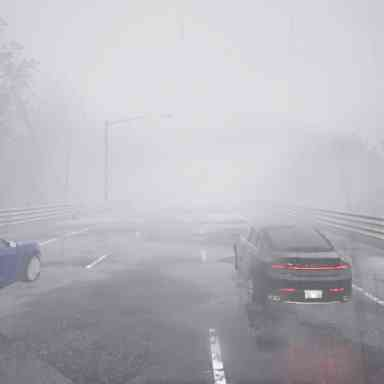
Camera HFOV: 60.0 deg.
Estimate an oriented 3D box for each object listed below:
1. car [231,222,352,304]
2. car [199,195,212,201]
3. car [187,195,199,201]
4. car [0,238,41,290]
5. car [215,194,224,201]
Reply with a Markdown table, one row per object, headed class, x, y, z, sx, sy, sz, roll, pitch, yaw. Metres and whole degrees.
| class | x | y | z | sx | sy | sz | roll | pitch | yaw |
| --- | --- | --- | --- | --- | --- | --- | --- | --- | --- |
| car | 2.130 | 1.508 | 8.149 | 1.837 | 1.490 | 4.892 | 0 | 0 | 1 |
| car | 3.467 | 1.676 | 85.835 | 1.895 | 1.301 | 4.718 | 0 | 0 | 7 |
| car | -0.063 | 1.621 | 85.755 | 2.033 | 1.411 | 5.357 | 0 | 0 | 7 |
| car | -4.889 | 1.480 | 6.685 | 1.882 | 1.535 | 5.008 | 0 | 0 | 1 |
| car | 7.028 | 1.437 | 86.204 | 2.097 | 1.767 | 4.553 | 0 | 0 | 7 |
